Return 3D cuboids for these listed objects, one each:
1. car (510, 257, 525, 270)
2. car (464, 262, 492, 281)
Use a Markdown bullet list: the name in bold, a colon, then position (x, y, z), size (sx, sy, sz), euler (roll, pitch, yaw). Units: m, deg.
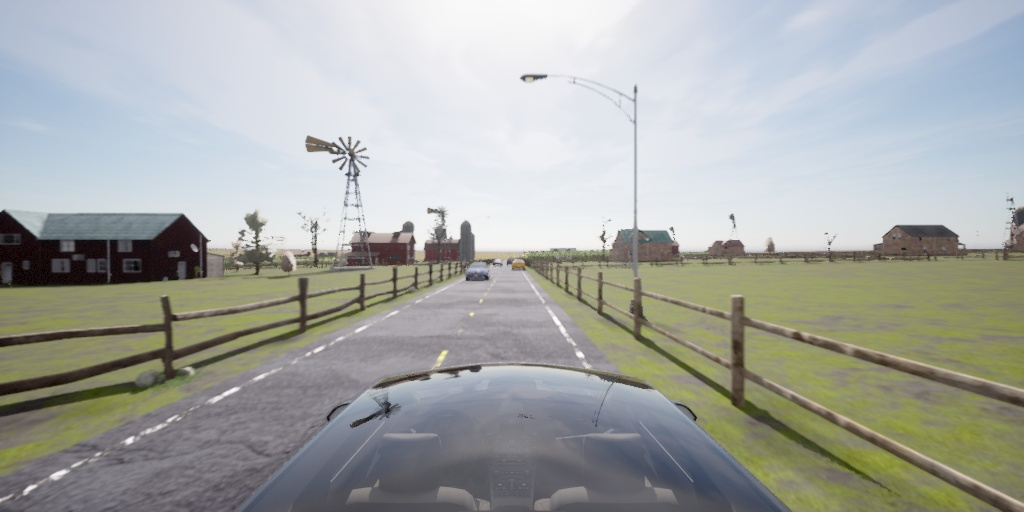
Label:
- **car**: position (0.950, 1.258, 52.485), size (1.882, 1.535, 5.008), euler (0, 0, 0)
- **car**: position (-2.851, 1.284, 30.747), size (1.812, 1.442, 4.674), euler (0, 0, 0)
